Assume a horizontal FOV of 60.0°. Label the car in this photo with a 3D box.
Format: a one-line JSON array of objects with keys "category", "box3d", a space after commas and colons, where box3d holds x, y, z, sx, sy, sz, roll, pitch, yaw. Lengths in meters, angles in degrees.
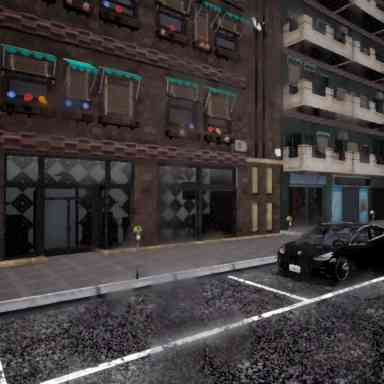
[{"category": "car", "box3d": [4.378, 1.566, 9.698, 4.313, 1.339, 1.947, 0, 0, -36]}]
